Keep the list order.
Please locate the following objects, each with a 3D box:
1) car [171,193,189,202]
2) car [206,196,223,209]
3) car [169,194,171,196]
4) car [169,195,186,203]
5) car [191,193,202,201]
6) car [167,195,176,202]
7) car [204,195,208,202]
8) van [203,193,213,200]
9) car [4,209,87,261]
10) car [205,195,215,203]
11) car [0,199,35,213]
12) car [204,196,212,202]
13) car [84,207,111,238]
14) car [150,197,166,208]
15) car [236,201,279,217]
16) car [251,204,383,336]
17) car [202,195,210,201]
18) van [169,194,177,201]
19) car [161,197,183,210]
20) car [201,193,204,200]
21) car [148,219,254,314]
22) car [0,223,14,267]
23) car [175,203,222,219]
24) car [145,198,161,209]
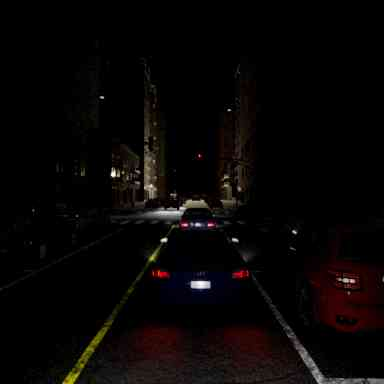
[{"bbox_3d":[-2.256,1.369,62.272,2.097,1.767,4.553,0,0,1],"label":"car"},{"bbox_3d":[3.255,1.592,44.874,1.802,1.307,4.206,1,0,1],"label":"car"},{"bbox_3d":[-4.973,1.601,67.685,1.802,1.307,4.206,1,0,1],"label":"car"},{"bbox_3d":[-2.411,1.613,52.631,1.895,1.301,4.718,0,0,1],"label":"car"},{"bbox_3d":[1.103,1.507,84.820,1.882,1.535,5.008,0,0,1],"label":"car"},{"bbox_3d":[-4.823,1.465,79.030,1.967,1.590,4.097,1,0,1],"label":"car"},{"bbox_3d":[3.403,1.596,56.220,1.802,1.307,4.206,1,0,1],"label":"car"},{"bbox_3d":[3.480,1.357,61.894,1.690,1.788,3.998,1,0,1],"label":"van"},{"bbox_3d":[-5.698,1.547,12.354,1.887,1.381,4.507,1,0,1],"label":"car"},{"bbox_3d":[3.329,1.594,50.547,1.802,1.307,4.206,1,0,1],"label":"car"},{"bbox_3d":[-16.412,1.342,29.303,4.902,1.511,2.128,1,-1,1],"label":"car"},{"bbox_3d":[3.700,1.607,78.912,1.802,1.307,4.206,1,0,1],"label":"car"},{"bbox_3d":[-5.626,1.529,17.808,1.752,1.417,4.829,1,0,1],"label":"car"},{"bbox_3d":[-5.196,1.557,50.668,1.887,1.381,4.507,1,0,1],"label":"car"},{"bbox_3d":[6.731,1.578,32.073,4.902,1.511,2.128,1,0,1],"label":"car"},{"bbox_3d":[2.756,1.316,6.609,2.192,1.841,5.009,1,0,1],"label":"car"},{"bbox_3d":[3.849,1.598,90.257,1.947,1.339,4.313,1,0,1],"label":"car"},{"bbox_3d":[-4.748,1.370,84.702,1.690,1.788,3.998,1,0,1],"label":"van"},{"bbox_3d":[-2.541,1.611,43.200,1.895,1.301,4.718,0,0,1],"label":"car"},{"bbox_3d":[3.554,1.334,67.566,2.192,1.841,5.009,1,0,1],"label":"car"},{"bbox_3d":[0.178,1.566,7.736,1.994,1.385,4.181,0,0,1],"label":"car"},{"bbox_3d":[-5.773,1.527,6.560,1.752,1.417,4.829,1,0,1],"label":"car"},{"bbox_3d":[0.276,1.551,17.799,2.033,1.411,5.357,0,0,0],"label":"car"},{"bbox_3d":[-5.270,1.555,44.995,1.887,1.381,4.507,1,0,1],"label":"car"}]
